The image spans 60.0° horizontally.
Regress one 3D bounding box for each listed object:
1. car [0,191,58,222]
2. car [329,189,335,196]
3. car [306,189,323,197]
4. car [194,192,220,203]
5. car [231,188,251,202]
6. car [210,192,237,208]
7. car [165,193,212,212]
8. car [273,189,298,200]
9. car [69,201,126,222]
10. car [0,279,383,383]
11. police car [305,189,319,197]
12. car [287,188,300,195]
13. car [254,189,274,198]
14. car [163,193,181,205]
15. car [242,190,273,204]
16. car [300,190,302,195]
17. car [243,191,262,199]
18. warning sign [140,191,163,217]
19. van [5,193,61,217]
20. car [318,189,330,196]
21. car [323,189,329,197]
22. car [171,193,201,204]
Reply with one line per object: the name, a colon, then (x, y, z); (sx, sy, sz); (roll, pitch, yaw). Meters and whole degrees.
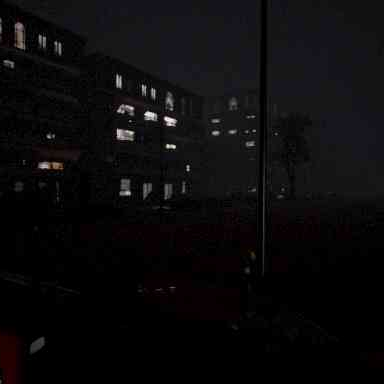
car: (-12.955, 0.977, 24.897); (2.150, 2.045, 5.566); (1, 1, 36)
car: (34.729, 0.078, 83.145); (1.967, 1.590, 4.097); (2, 2, 35)
car: (25.180, 0.445, 69.440); (2.008, 1.369, 4.403); (2, 2, 35)
car: (2.387, 0.807, 51.382); (2.008, 1.369, 4.403); (2, 2, 35)
car: (7.516, 0.643, 48.723); (2.097, 1.767, 4.553); (1, 1, 35)
car: (2.897, 1.050, 37.452); (2.008, 1.369, 4.403); (2, 2, 35)
car: (-0.287, 1.131, 32.882); (1.887, 1.381, 4.507); (2, 2, 35)
car: (15.727, 0.675, 55.870); (1.752, 1.417, 4.829); (2, 2, 35)
car: (-6.653, 1.328, 23.745); (1.947, 1.339, 4.313); (2, 2, 35)
car: (-0.308, 1.544, 3.091); (4.507, 1.381, 1.887); (0, 0, 36)
police car: (27.726, 0.190, 76.622); (1.930, 1.638, 5.238); (0, 1, 32)
car: (24.672, -0.031, 83.362); (2.192, 1.841, 5.009); (2, 2, 35)
car: (15.123, 0.226, 69.654); (2.192, 1.841, 5.009); (2, 2, 35)
car: (-1.550, 0.947, 41.207); (1.837, 1.490, 4.892); (1, 1, 35)
car: (9.263, 0.876, 46.592); (2.008, 1.369, 4.403); (2, 2, 35)
car: (27.852, 0.114, 87.938); (1.887, 1.381, 4.507); (2, 2, 35)
car: (11.840, 0.525, 64.950); (1.752, 1.417, 4.829); (2, 2, 35)
warning sign: (-3.033, 0.850, 24.820); (1.300, 1.860, 1.060); (-1, 0, 35)
van: (-13.526, 1.034, 28.529); (1.690, 1.788, 3.998); (2, 2, 35)
car: (33.656, 0.068, 84.791); (1.801, 1.575, 5.366); (1, 1, 35)
car: (28.362, 0.360, 74.008); (2.008, 1.369, 4.403); (2, 2, 35)
car: (-0.796, 0.909, 46.812); (1.947, 1.339, 4.313); (2, 2, 35)
